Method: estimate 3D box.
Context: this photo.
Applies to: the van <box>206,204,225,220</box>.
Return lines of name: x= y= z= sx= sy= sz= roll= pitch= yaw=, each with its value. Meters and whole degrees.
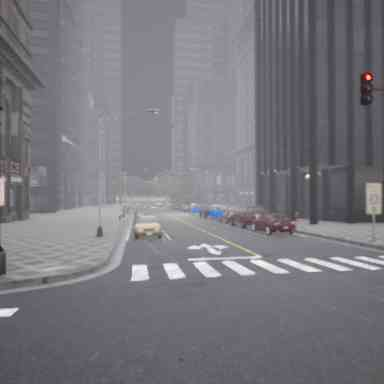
van: x=3.114 y=2.336 z=38.087 sx=1.690 sy=1.788 sz=3.998 roll=-1 pitch=-1 yaw=-9

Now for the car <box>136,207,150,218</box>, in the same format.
car: x=-6.785 y=2.791 z=45.773 sx=1.887 sy=1.381 sz=4.507 roll=-1 pitch=-1 yaw=-9

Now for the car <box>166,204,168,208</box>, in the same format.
car: x=-5.050 y=3.850 z=88.345 sx=2.008 sy=1.369 sz=4.403 roll=-1 pitch=-1 yaw=-9

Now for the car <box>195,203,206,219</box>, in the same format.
car: x=2.306 y=2.442 z=43.109 sx=2.192 sy=1.841 sz=5.009 roll=-1 pitch=-1 yaw=-9

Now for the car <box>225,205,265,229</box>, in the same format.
car: x=4.730 y=2.044 z=28.045 sx=2.192 sy=1.841 sz=5.009 roll=-1 pitch=-1 yaw=-9

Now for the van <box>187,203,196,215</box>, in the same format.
van: x=0.690 y=2.732 z=53.151 sx=1.690 sy=1.788 sz=3.998 roll=-1 pitch=-1 yaw=-9

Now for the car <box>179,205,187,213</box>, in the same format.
car: x=-0.888 y=3.222 z=62.675 sx=1.802 sy=1.307 sz=4.206 roll=-1 pitch=-1 yaw=-9

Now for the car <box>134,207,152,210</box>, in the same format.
car: x=-4.440 y=2.415 z=31.308 sx=2.008 sy=1.369 sz=4.403 roll=-1 pitch=-1 yaw=-9

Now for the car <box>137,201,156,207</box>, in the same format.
car: x=-6.008 y=2.434 z=40.957 sx=2.192 sy=1.841 sz=5.009 roll=-1 pitch=-1 yaw=-9

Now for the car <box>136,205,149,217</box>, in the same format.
car: x=-7.568 y=2.812 z=50.596 sx=1.967 sy=1.590 sz=4.097 roll=-1 pitch=-1 yaw=-9

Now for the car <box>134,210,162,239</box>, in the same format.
car: x=-2.849 y=2.130 z=21.497 sx=1.752 sy=1.417 sz=4.829 roll=-1 pitch=-1 yaw=-9

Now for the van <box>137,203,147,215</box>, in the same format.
van: x=-8.352 y=2.840 z=55.421 sx=1.690 sy=1.788 sz=3.998 roll=-1 pitch=-1 yaw=-9

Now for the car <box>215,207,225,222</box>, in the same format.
car: x=3.927 y=2.444 z=33.060 sx=1.802 sy=1.307 sz=4.206 roll=-1 pitch=-1 yaw=-9

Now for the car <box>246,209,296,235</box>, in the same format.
car: x=5.543 y=2.141 z=23.019 sx=1.887 sy=1.381 sz=4.507 roll=-1 pitch=-1 yaw=-9

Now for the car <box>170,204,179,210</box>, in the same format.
car: x=-3.385 y=3.605 z=78.077 sx=1.947 sy=1.339 sz=4.313 roll=-1 pitch=-1 yaw=-9

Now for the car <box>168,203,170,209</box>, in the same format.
car: x=-4.218 y=3.735 z=83.212 sx=1.947 sy=1.339 sz=4.313 roll=-1 pitch=-1 yaw=-9
